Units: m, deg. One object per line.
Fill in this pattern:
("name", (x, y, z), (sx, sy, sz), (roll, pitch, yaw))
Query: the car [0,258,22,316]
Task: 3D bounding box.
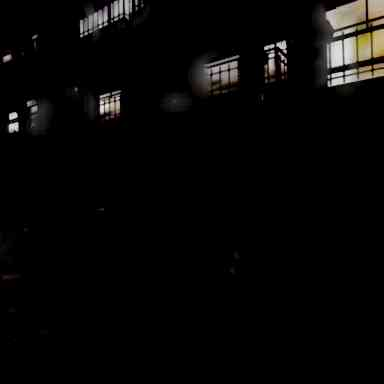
("car", (-5.004, 1.550, 6.301), (4.507, 1.381, 1.887), (0, -1, 35))
